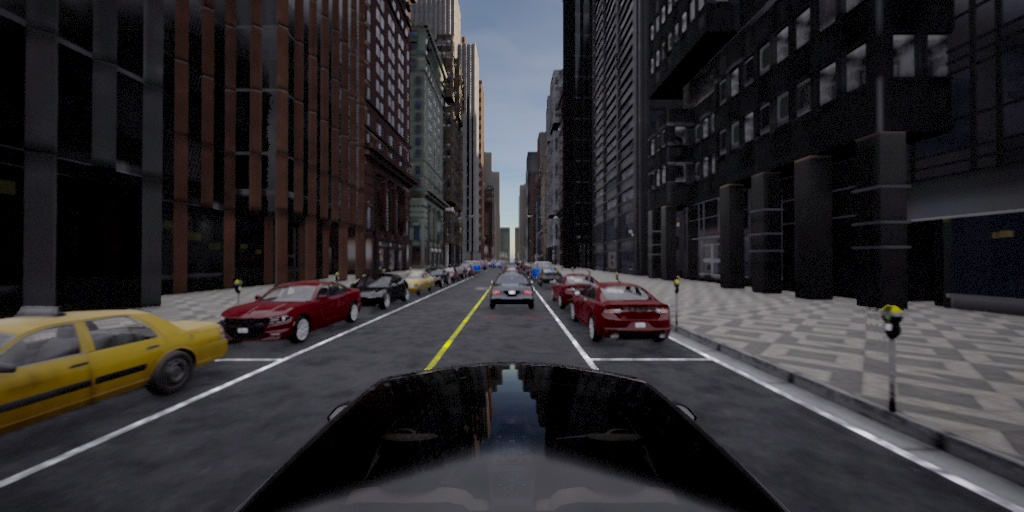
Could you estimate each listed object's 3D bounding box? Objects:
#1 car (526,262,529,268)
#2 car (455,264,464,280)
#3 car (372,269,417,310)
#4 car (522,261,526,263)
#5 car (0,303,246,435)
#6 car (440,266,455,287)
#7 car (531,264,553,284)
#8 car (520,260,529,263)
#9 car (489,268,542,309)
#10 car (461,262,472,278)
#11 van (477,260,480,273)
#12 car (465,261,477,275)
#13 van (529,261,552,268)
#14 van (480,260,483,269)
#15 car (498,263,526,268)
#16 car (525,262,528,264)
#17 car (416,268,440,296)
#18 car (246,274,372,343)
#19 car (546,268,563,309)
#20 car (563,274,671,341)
[{"bbox_3d":[2.749,1.658,38.117,2.007,1.370,4.403,0,0,0],"label":"car"},{"bbox_3d":[-5.774,1.632,32.461,1.802,1.307,4.207,0,0,0],"label":"car"},{"bbox_3d":[-5.767,1.448,15.553,1.948,1.339,4.313,0,0,0],"label":"car"},{"bbox_3d":[2.745,1.776,49.389,2.007,1.370,4.403,0,0,0],"label":"car"},{"bbox_3d":[-5.763,1.299,4.110,1.751,1.417,4.829,0,0,0],"label":"car"},{"bbox_3d":[-5.772,1.559,26.825,1.948,1.339,4.313,0,0,0],"label":"car"},{"bbox_3d":[2.753,1.544,26.845,2.007,1.370,4.403,0,0,0],"label":"car"},{"bbox_3d":[2.741,1.890,60.660,1.888,1.381,4.507,0,0,0],"label":"car"},{"bbox_3d":[-0.004,1.432,15.843,2.033,1.411,5.357,0,-1,0],"label":"car"},{"bbox_3d":[-5.776,1.673,38.097,1.948,1.339,4.313,0,0,0],"label":"car"},{"bbox_3d":[-5.780,1.566,49.370,1.690,1.789,3.998,0,0,0],"label":"van"},{"bbox_3d":[-5.778,1.606,43.734,1.967,1.591,4.097,0,0,0],"label":"car"},{"bbox_3d":[2.751,1.391,32.481,1.690,1.789,3.998,0,0,0],"label":"van"},{"bbox_3d":[-5.782,1.626,55.006,1.690,1.789,3.998,0,0,0],"label":"van"},{"bbox_3d":[-0.005,1.563,31.234,1.812,1.442,4.674,0,0,0],"label":"car"},{"bbox_3d":[2.747,1.748,43.753,1.802,1.307,4.207,0,0,0],"label":"car"},{"bbox_3d":[-5.769,1.462,21.019,1.751,1.417,4.829,0,0,0],"label":"car"},{"bbox_3d":[-5.766,1.373,9.917,1.888,1.381,4.507,0,0,0],"label":"car"},{"bbox_3d":[2.758,1.427,15.573,1.888,1.381,4.507,0,0,0],"label":"car"},{"bbox_3d":[2.760,1.373,9.937,1.888,1.381,4.507,0,0,0],"label":"car"}]
